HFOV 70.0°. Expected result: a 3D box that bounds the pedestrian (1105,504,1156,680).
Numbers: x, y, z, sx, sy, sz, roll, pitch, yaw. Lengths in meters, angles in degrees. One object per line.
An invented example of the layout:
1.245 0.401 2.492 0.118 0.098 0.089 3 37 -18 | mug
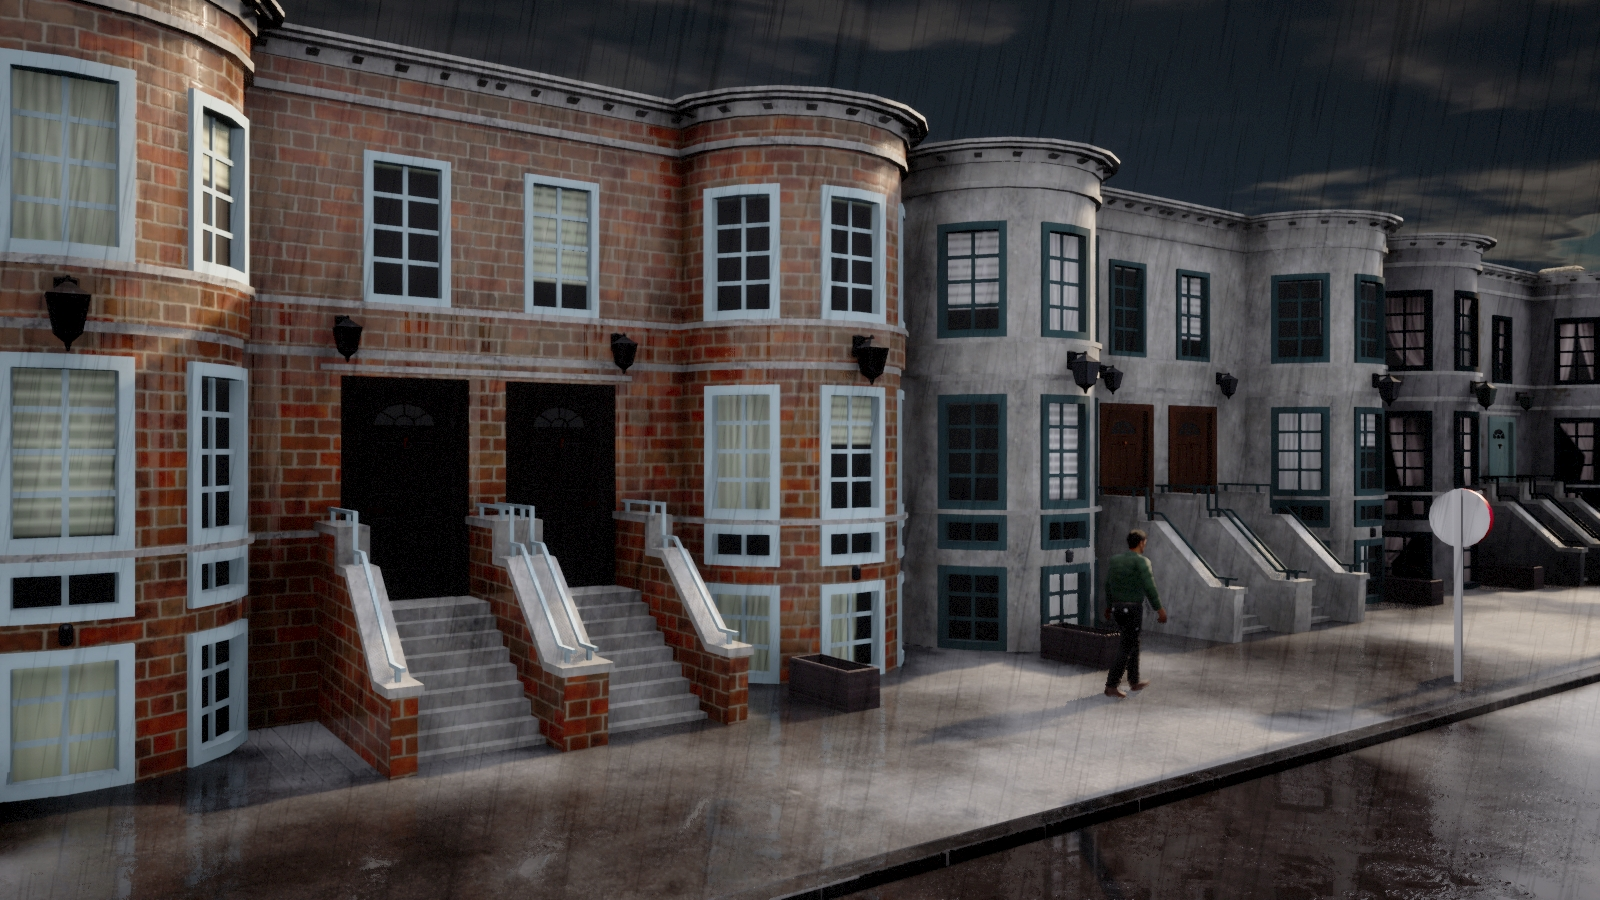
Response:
3.586 1.524 12.417 0.375 1.860 0.375 0 0 -27 | pedestrian
